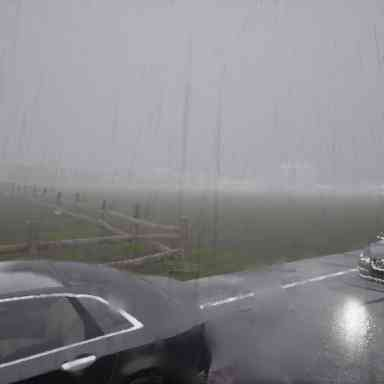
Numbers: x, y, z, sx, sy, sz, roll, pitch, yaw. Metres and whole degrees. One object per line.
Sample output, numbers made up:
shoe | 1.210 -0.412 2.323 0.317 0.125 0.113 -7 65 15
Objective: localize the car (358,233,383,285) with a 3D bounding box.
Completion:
car | 6.042 1.455 8.205 4.892 1.490 1.837 0 1 -35

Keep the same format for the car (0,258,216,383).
car | -2.052 1.399 2.525 4.892 1.490 1.837 0 1 -35
